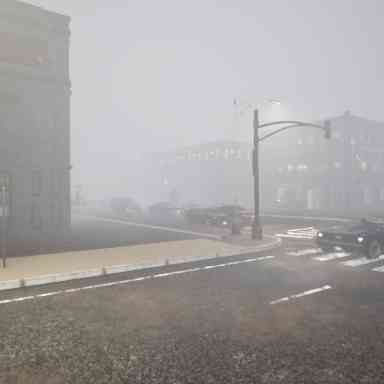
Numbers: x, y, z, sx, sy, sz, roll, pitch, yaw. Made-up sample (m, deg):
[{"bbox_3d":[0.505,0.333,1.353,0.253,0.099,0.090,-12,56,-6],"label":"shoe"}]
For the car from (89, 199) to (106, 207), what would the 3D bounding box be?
[{"bbox_3d":[-19.441,2.227,68.094,1.887,1.381,4.507,-1,0,-36],"label":"car"}]

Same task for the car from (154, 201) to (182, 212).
[{"bbox_3d":[-3.356,1.965,45.572,1.802,1.307,4.206,-2,0,-36],"label":"car"}]

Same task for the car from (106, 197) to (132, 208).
[{"bbox_3d":[-8.778,1.677,43.245,2.150,2.045,5.566,-1,0,-35],"label":"car"}]

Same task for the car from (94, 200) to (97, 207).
[{"bbox_3d":[-16.230,1.939,63.589,2.192,1.841,5.009,-1,0,-36],"label":"car"}]

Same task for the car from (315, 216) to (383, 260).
[{"bbox_3d":[6.730,1.599,12.506,4.718,1.301,1.895,0,0,-36],"label":"car"}]

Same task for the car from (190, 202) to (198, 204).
[{"bbox_3d":[-0.140,1.903,41.068,1.802,1.307,4.206,-2,0,-36],"label":"car"}]

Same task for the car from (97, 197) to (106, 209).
[{"bbox_3d":[-13.427,2.051,55.234,2.128,1.511,4.902,-1,0,-36],"label":"car"}]

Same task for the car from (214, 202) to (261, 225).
[{"bbox_3d":[3.314,1.744,26.293,1.812,1.442,4.674,-1,0,-35],"label":"car"}]

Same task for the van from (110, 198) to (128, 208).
[{"bbox_3d":[-13.012,1.906,59.085,1.690,1.788,3.998,-1,0,-36],"label":"van"}]

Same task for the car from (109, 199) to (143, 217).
[{"bbox_3d":[-6.961,1.846,36.196,1.967,1.590,4.097,-1,0,-36],"label":"car"}]

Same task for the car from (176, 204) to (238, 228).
[{"bbox_3d":[1.007,1.814,24.833,1.947,1.339,4.313,-2,0,-36],"label":"car"}]

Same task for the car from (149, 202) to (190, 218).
[{"bbox_3d":[-2.733,1.830,34.752,2.128,1.511,4.902,-1,0,-36],"label":"car"}]

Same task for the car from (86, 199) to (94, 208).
[{"bbox_3d":[-19.256,2.158,63.395,2.128,1.511,4.902,-1,0,-36],"label":"car"}]
